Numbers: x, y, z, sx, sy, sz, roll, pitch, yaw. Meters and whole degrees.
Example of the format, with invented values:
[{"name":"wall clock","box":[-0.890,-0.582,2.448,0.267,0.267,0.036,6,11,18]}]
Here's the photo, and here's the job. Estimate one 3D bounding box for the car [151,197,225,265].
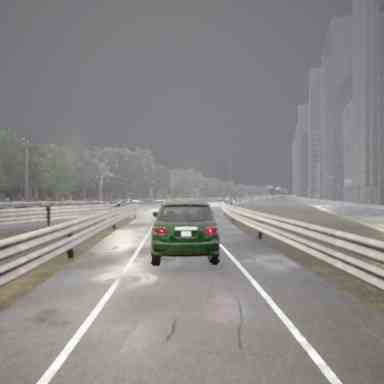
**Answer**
[{"name":"car","box":[-0.296,1.316,12.276,2.150,2.045,5.566,0,0,-3]}]
